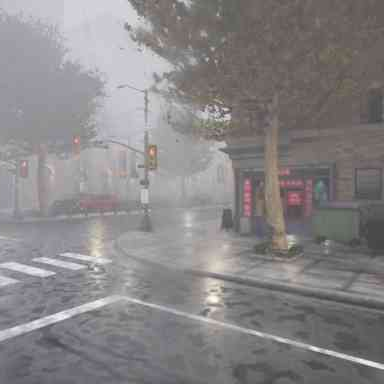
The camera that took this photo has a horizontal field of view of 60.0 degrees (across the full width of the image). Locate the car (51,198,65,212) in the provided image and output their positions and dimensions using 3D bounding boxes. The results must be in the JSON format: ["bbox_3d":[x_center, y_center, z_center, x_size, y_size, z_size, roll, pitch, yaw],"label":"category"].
[{"bbox_3d":[-13.258,1.221,38.265,2.150,2.045,5.566,0,0,36],"label":"car"}]

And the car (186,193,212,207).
[{"bbox_3d":[1.276,1.352,52.384,2.097,1.767,4.553,0,0,36],"label":"car"}]

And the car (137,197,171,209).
[{"bbox_3d":[-4.671,1.525,44.172,1.812,1.442,4.674,0,0,36],"label":"car"}]

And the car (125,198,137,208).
[{"bbox_3d":[-7.022,1.490,46.894,2.128,1.511,4.902,0,0,36],"label":"car"}]

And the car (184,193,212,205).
[{"bbox_3d":[1.087,1.222,58.082,2.150,2.045,5.566,0,0,36],"label":"car"}]

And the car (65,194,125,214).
[{"bbox_3d":[-10.420,1.221,36.218,2.150,2.045,5.566,0,0,36],"label":"car"}]

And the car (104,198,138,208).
[{"bbox_3d":[-10.178,1.594,47.908,1.895,1.301,4.718,0,0,36],"label":"car"}]
